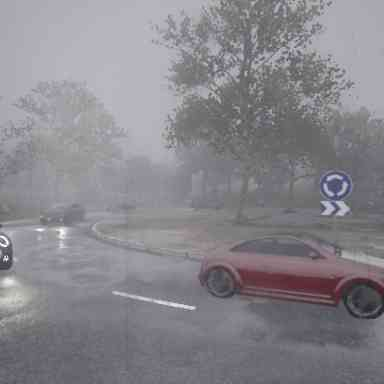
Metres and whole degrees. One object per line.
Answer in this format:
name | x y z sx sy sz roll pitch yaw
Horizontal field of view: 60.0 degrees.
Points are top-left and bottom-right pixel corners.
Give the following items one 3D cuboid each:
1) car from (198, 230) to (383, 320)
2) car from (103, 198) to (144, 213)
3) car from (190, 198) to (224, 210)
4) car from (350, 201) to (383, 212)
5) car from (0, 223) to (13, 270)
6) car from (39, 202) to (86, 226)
car | 2.248 1.565 7.220 4.181 1.385 1.994 0 0 24
car | -7.655 1.489 37.288 2.128 1.511 4.902 0 0 41
car | 1.856 1.485 40.620 4.181 1.385 1.994 0 0 -20
car | 19.423 1.686 38.579 4.718 1.301 1.895 1 0 39
car | -7.005 1.351 10.027 2.097 1.767 4.553 0 0 -42
car | -9.109 1.505 23.759 1.837 1.490 4.892 -1 0 2
